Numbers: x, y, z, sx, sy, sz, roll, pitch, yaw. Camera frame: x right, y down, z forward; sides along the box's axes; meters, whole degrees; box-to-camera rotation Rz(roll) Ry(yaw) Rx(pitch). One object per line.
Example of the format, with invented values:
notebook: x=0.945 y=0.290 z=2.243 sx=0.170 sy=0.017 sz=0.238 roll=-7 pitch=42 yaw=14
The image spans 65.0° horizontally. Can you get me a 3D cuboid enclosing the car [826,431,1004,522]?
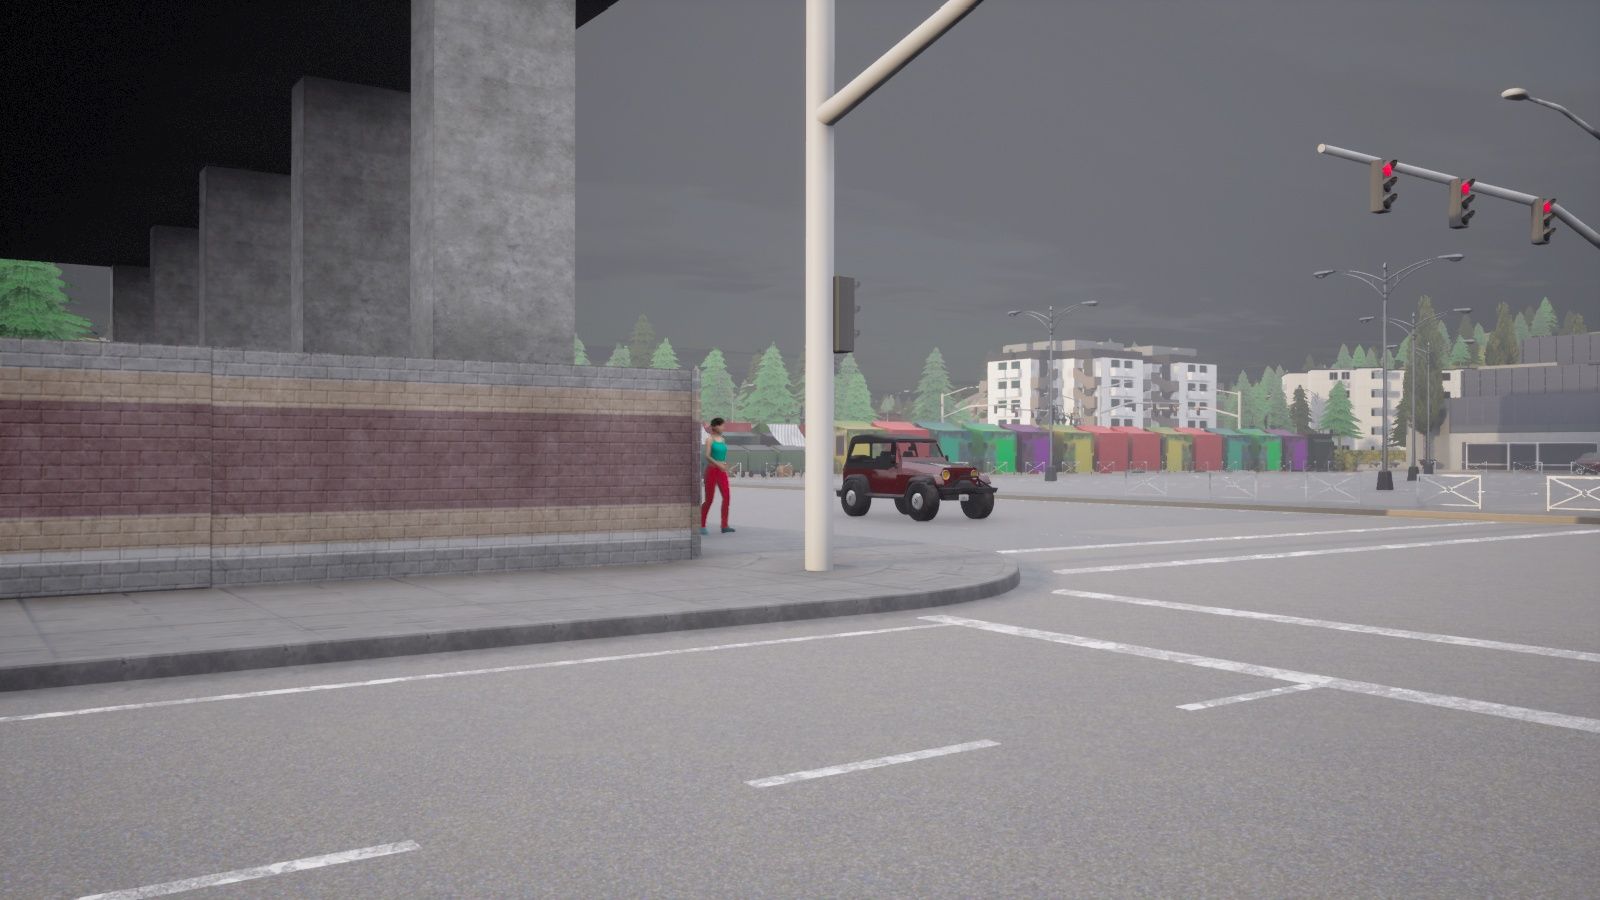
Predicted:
car: x=2.491 y=0.549 z=28.043 sx=1.905 sy=1.878 sz=3.866 roll=0 pitch=0 yaw=-35

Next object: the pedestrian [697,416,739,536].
pedestrian: x=-1.281 y=0.397 z=19.522 sx=0.594 sy=1.836 sz=0.345 roll=0 pitch=0 yaw=45
